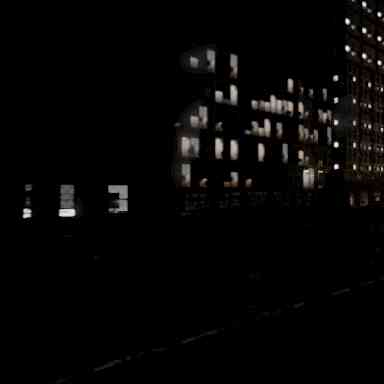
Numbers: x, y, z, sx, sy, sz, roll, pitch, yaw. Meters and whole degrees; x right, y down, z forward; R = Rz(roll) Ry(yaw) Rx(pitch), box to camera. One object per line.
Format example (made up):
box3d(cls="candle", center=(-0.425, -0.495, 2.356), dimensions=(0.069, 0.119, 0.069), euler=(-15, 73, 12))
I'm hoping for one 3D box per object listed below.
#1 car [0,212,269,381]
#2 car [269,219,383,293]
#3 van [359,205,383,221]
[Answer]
box3d(cls="car", center=(-1.284, 1.315, 5.651), dimensions=(5.009, 1.841, 2.192), euler=(0, 0, -35))
box3d(cls="car", center=(3.214, 1.567, 8.857), dimensions=(4.313, 1.339, 1.947), euler=(0, 0, -35))
box3d(cls="van", center=(7.709, 1.345, 12.065), dimensions=(3.998, 1.788, 1.690), euler=(0, 0, -35))
